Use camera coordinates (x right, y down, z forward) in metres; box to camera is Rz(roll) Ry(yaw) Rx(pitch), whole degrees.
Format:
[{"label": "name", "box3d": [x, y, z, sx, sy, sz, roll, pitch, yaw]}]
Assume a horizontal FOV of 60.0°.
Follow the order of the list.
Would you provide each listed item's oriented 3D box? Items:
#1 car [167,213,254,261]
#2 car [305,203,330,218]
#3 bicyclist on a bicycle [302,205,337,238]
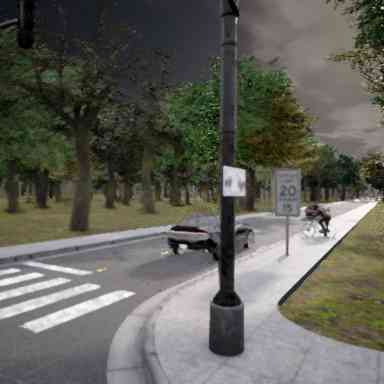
[{"label": "car", "box3d": [0.906, 1.587, 12.979, 2.128, 1.511, 4.902, 0, 0, 29]}, {"label": "car", "box3d": [12.556, 1.845, 33.238, 1.837, 1.490, 4.892, 0, 0, 30]}, {"label": "bicyclist on a bicycle", "box3d": [6.349, 1.473, 16.646, 1.656, 1.620, 0.582, 0, -1, 30]}]
